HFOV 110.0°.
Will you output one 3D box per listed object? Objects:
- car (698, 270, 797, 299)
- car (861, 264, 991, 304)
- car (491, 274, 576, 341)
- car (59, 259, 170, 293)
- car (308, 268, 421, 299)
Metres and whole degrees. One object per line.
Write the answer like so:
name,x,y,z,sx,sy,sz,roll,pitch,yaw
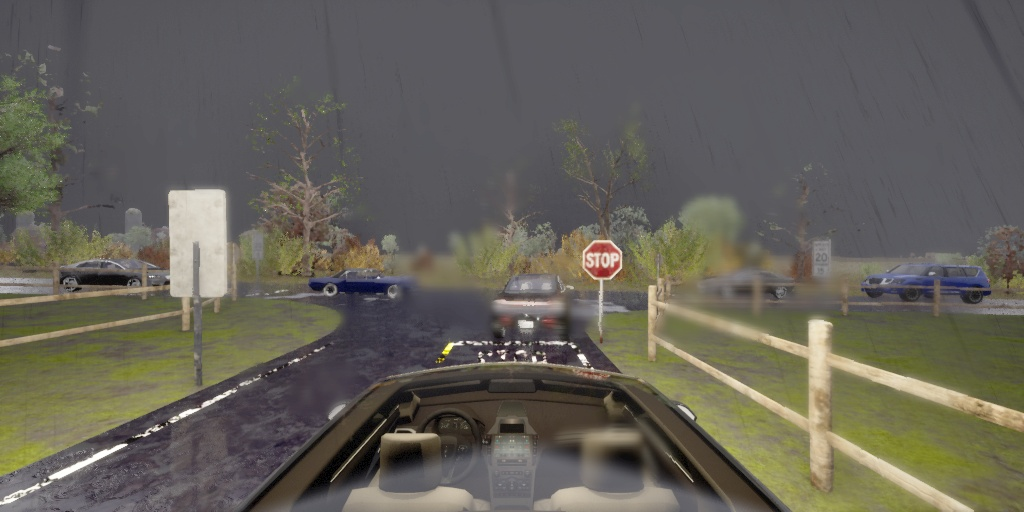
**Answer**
car,13.005,1.525,19.944,4.902,1.511,2.128,1,1,0
car,22.900,1.467,19.932,5.566,2.045,2.150,1,1,0
car,0.707,1.240,9.986,2.128,1.511,4.902,0,0,9
car,-18.489,0.885,17.034,4.902,1.511,2.128,1,1,0
car,-6.821,1.248,17.017,4.718,1.301,1.895,1,1,0
